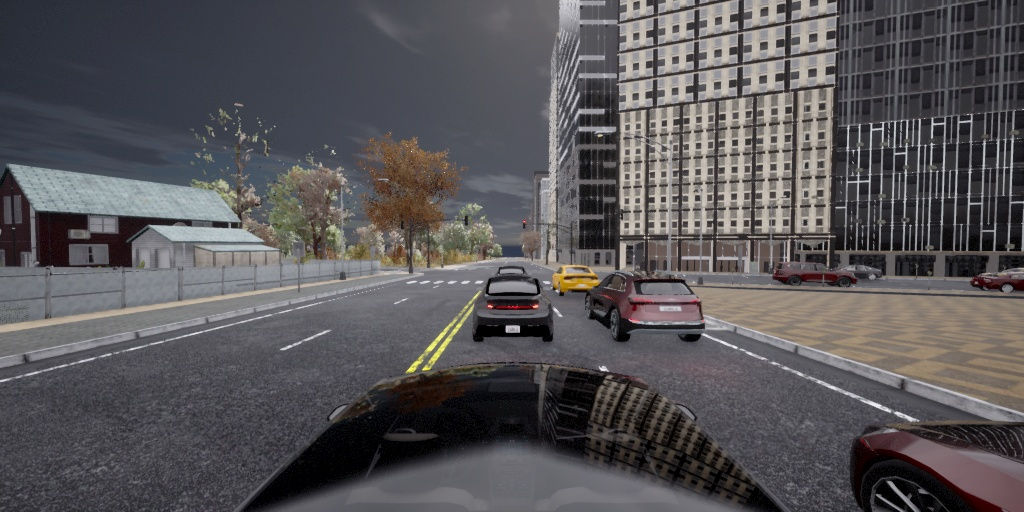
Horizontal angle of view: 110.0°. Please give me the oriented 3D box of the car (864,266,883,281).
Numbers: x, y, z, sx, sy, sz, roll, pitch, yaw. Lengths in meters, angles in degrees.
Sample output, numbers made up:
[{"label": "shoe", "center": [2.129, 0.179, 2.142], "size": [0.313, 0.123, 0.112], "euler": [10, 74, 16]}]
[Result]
[{"label": "car", "center": [30.991, 1.468, 32.940], "size": [4.403, 1.370, 2.007], "euler": [0, 0, 20]}]

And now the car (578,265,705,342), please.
[{"label": "car", "center": [3.335, 1.177, 9.790], "size": [2.033, 1.649, 4.856], "euler": [0, 0, 0]}]

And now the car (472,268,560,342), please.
[{"label": "car", "center": [0.031, 1.252, 9.774], "size": [1.837, 1.490, 4.892], "euler": [0, 0, 0]}]

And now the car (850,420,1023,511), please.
[{"label": "car", "center": [3.352, 1.254, 0.529], "size": [2.163, 1.488, 4.792], "euler": [0, 0, 0]}]

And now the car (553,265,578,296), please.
[{"label": "car", "center": [3.285, 1.224, 19.253], "size": [1.882, 1.535, 5.008], "euler": [0, 0, 0]}]

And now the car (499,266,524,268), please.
[{"label": "car", "center": [-0.030, 1.251, 18.441], "size": [1.837, 1.490, 4.892], "euler": [0, 0, 0]}]

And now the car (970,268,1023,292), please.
[{"label": "car", "center": [33.621, 1.715, 23.598], "size": [4.507, 1.381, 1.888], "euler": [0, 0, 20]}]

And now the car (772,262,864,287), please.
[{"label": "car", "center": [22.968, 1.393, 27.477], "size": [5.009, 1.841, 2.192], "euler": [0, 0, 20]}]
